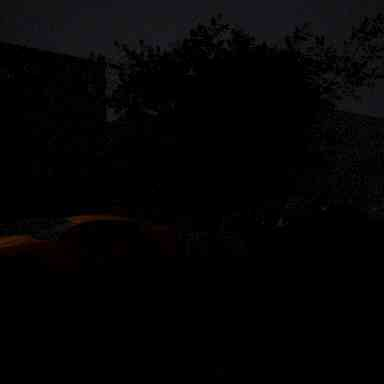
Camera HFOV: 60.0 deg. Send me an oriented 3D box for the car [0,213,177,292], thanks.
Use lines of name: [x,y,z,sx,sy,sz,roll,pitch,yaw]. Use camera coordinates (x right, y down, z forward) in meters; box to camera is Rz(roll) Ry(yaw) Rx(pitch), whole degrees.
car: [-2.794,1.354,8.676,5.008,1.535,2.097,0,0,-33]

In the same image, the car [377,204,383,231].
car: [10.729,1.422,18.353,4.674,1.452,2.002,0,0,-35]

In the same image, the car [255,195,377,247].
car: [5.245,1.138,14.428,5.566,2.045,2.435,0,0,-35]
